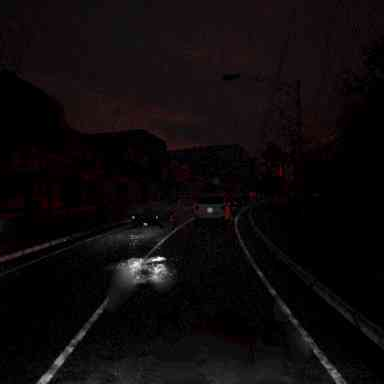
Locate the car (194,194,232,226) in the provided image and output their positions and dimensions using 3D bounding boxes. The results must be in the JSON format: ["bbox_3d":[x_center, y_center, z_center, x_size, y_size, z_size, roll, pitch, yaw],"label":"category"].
[{"bbox_3d":[1.419,1.130,22.716,2.150,2.045,5.566,-1,0,7],"label":"car"}]

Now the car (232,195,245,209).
[{"bbox_3d":[5.038,1.345,41.107,2.033,1.411,5.357,-2,0,15],"label":"car"}]

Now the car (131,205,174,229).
[{"bbox_3d":[-2.473,1.559,21.603,1.895,1.301,4.718,-1,0,7],"label":"car"}]

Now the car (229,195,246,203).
[{"bbox_3d":[8.544,1.301,62.290,1.994,1.385,4.181,-2,0,24],"label":"car"}]
